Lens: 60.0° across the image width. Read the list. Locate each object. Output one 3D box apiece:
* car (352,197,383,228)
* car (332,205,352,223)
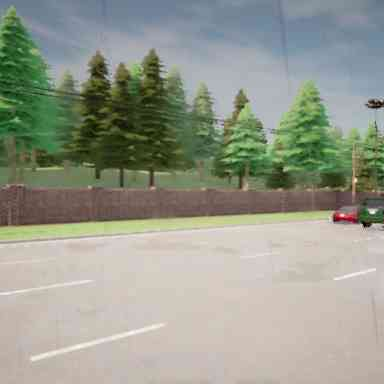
[{"bbox_3d":[13.085,1.337,21.668,5.566,2.045,2.150,0,0,-36],"label":"car"},{"bbox_3d":[12.731,1.688,25.715,4.181,1.385,1.994,0,0,-35],"label":"car"}]
